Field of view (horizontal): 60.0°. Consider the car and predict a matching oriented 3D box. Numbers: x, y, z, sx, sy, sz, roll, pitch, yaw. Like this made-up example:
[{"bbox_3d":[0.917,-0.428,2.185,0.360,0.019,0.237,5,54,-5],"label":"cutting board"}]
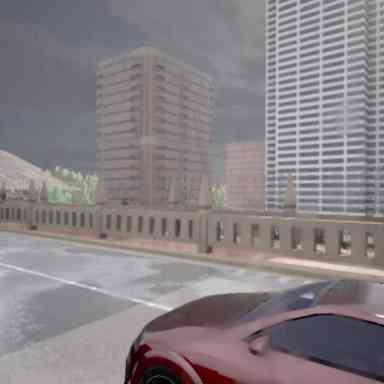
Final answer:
[{"bbox_3d":[1.351,1.561,3.030,4.181,1.385,1.994,0,0,36],"label":"car"}]
